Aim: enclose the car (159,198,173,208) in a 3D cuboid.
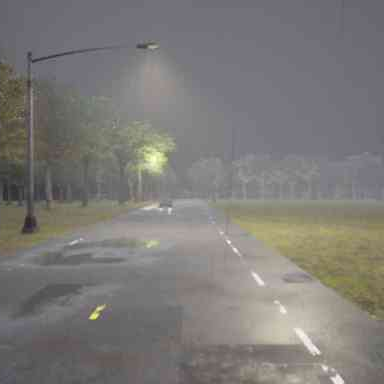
[{"bbox_3d":[-3.787,1.621,49.269,2.033,1.411,5.357,0,0,0],"label":"car"}]
